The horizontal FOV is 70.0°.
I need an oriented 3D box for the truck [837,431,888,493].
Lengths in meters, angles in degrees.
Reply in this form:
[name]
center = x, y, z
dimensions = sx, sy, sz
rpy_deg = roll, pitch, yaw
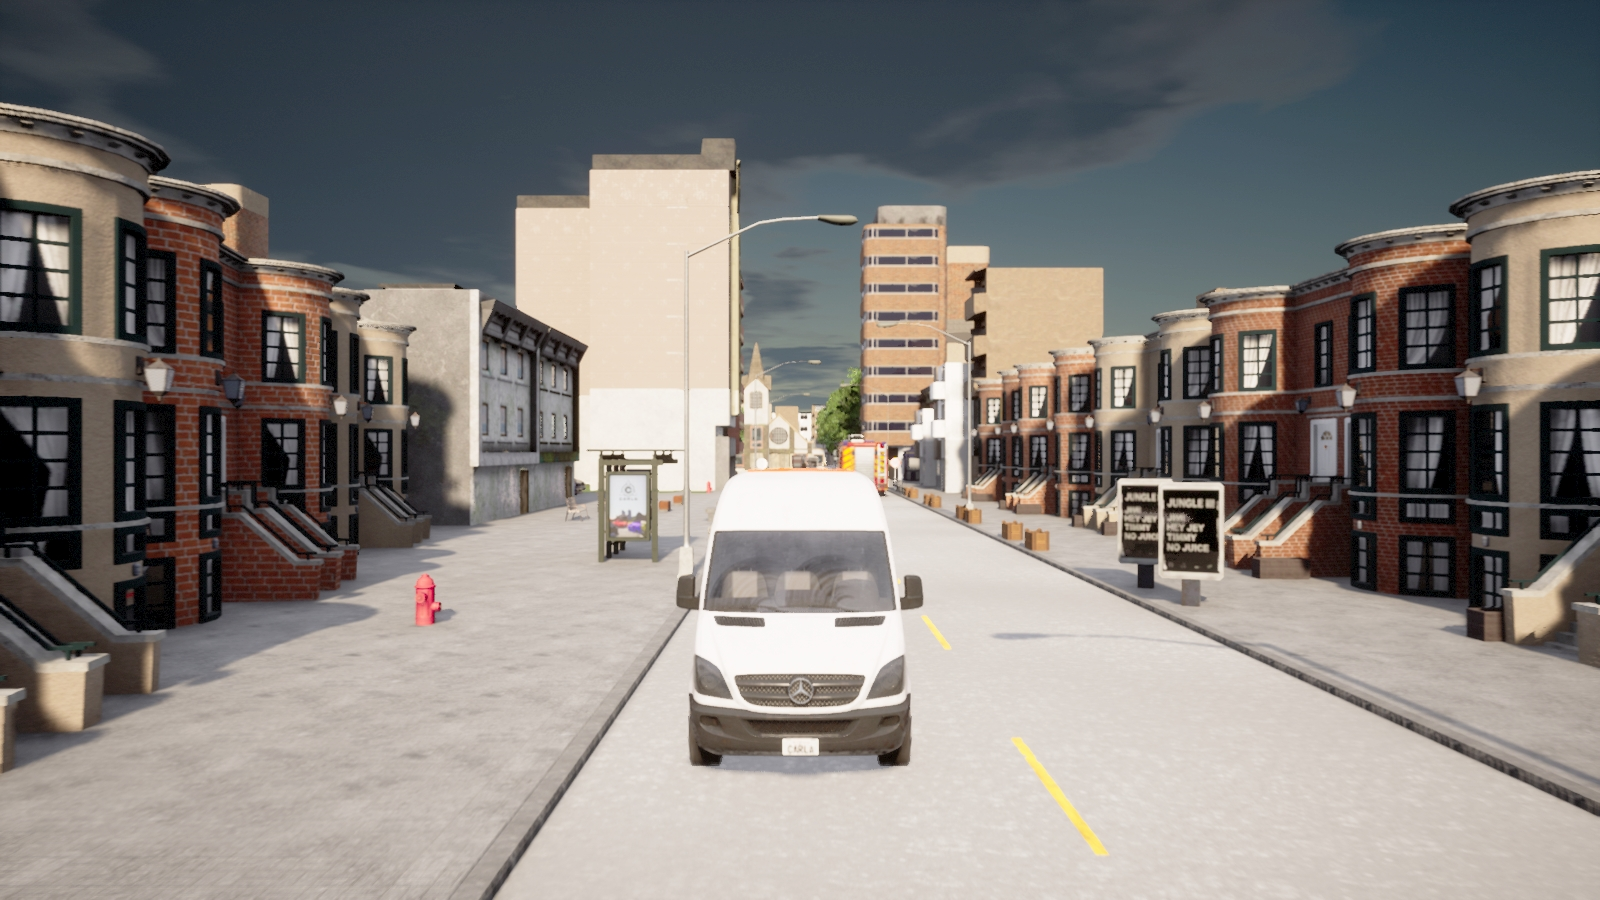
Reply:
[truck]
center = 3.974, 0.732, 74.318
dimensions = 2.891, 3.827, 8.468
rpy_deg = 0, 0, 0

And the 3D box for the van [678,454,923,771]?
[van]
center = 0.006, 1.326, 12.223
dimensions = 1.988, 2.561, 5.915
rpy_deg = 0, 0, 0
